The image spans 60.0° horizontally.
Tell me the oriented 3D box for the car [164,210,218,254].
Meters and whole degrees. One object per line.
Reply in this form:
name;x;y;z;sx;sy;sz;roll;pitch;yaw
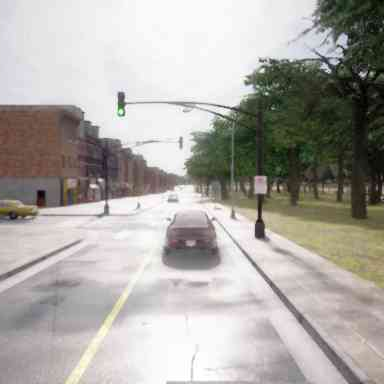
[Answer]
car;-0.028;1.416;12.782;1.812;1.442;4.674;0;1;0

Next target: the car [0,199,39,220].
car;-13.391;1.153;23.412;4.829;1.417;1.752;0;2;-1

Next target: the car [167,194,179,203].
car;-3.116;1.083;55.853;2.033;1.411;5.357;0;0;0
